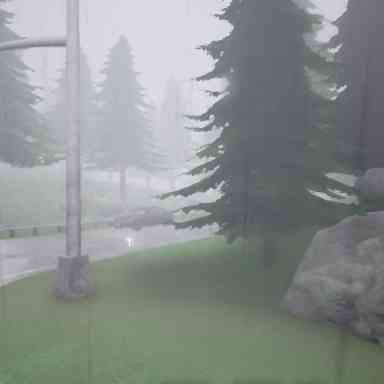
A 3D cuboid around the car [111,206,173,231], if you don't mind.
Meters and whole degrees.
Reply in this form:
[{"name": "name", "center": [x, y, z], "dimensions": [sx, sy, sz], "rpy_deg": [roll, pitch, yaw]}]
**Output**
[{"name": "car", "center": [-3.079, 1.641, 21.628], "dimensions": [1.812, 1.442, 4.674], "rpy_deg": [0, 0, 35]}]
